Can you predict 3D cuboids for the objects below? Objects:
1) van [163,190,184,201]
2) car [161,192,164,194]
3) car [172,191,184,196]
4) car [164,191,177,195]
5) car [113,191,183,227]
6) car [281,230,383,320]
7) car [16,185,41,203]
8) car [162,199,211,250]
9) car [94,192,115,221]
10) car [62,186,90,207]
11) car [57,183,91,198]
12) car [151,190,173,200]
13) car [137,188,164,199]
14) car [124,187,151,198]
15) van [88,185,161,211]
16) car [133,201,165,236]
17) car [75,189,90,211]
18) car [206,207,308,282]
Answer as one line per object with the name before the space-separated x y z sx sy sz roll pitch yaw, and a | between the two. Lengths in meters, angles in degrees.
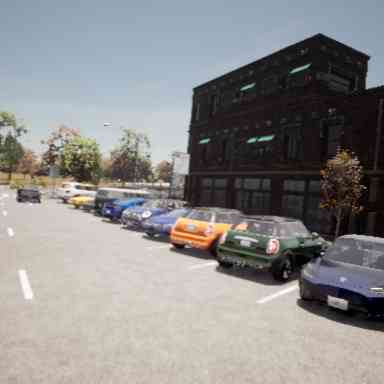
van | -4.249 0.799 76.953 4.442 1.987 1.878 4 -1 38
car | -7.917 0.471 54.456 5.566 2.045 2.435 6 1 38
car | -2.980 0.898 57.628 5.566 2.045 2.435 6 1 38
car | -5.503 0.961 56.044 4.792 1.488 2.163 6 1 38
car | -1.705 1.173 18.584 2.185 1.767 4.553 6 0 39
car | 4.328 1.871 8.195 2.163 1.488 4.792 6 0 39
car | -15.308 0.108 31.122 2.128 1.511 4.902 5 0 -31
car | 1.290 1.440 13.371 2.185 1.767 4.553 5 -1 39
car | -3.276 1.159 21.146 2.097 1.535 5.008 5 -1 39
car | -7.969 0.736 28.750 1.946 1.575 5.366 6 0 39
car | -10.886 0.230 34.085 2.435 2.045 5.566 5 -1 39
car | -6.732 0.684 75.301 4.553 1.767 2.185 4 -1 38
car | -9.222 0.342 73.660 5.566 2.045 2.435 4 -1 38
car | -11.825 0.117 72.065 5.566 2.045 2.435 4 -1 38
van | -4.702 0.807 23.826 1.878 1.987 4.442 5 -1 39
car | -0.221 1.472 15.978 2.002 1.452 4.674 6 0 39
car | -6.321 0.928 26.314 2.002 1.452 4.674 6 0 39
car | 2.811 1.577 10.787 2.185 1.767 4.553 5 -1 39
